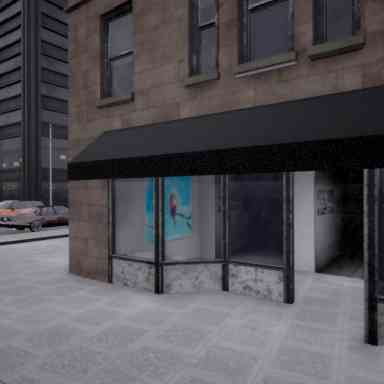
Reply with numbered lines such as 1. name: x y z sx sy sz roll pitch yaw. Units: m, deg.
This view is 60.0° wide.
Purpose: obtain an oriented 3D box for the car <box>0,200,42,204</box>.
1. car: -11.360 1.320 21.008 2.097 1.767 4.553 0 0 35

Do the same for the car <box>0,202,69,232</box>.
1. car: -8.443 1.499 19.760 2.033 1.411 5.357 0 0 35
